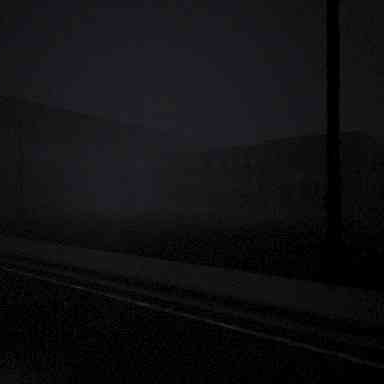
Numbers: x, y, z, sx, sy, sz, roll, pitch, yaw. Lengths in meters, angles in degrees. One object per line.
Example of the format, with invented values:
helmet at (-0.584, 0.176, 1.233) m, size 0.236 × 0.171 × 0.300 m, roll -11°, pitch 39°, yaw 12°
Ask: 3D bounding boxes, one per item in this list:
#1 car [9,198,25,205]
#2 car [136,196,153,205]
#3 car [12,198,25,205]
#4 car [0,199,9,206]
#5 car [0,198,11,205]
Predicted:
car at (-32.515, 1.848, 62.477) m, size 2.038 × 1.542 × 4.974 m, roll 0°, pitch 0°, yaw -23°
car at (-9.194, 1.643, 67.416) m, size 2.097 × 1.767 × 4.553 m, roll 0°, pitch 0°, yaw 37°
car at (-32.536, 1.690, 62.525) m, size 1.853 × 1.218 × 4.536 m, roll 0°, pitch 0°, yaw -23°
car at (-36.042, 1.862, 61.259) m, size 4.974 × 1.542 × 2.038 m, roll 0°, pitch 0°, yaw 7°
car at (-36.094, 1.704, 61.266) m, size 4.536 × 1.218 × 1.853 m, roll 0°, pitch 0°, yaw 7°
